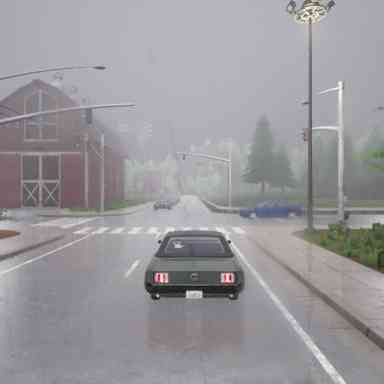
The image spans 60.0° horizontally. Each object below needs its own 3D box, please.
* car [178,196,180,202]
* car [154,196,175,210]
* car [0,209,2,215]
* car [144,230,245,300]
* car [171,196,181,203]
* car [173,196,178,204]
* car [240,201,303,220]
[{"bbox_3d":[-3.584,1.505,62.244,1.837,1.490,4.892,0,0,0],"label":"car"},{"bbox_3d":[-3.614,1.564,42.150,1.994,1.385,4.181,0,0,0],"label":"car"},{"bbox_3d":[-17.748,1.487,26.513,4.674,1.442,1.812,0,0,-1],"label":"car"},{"bbox_3d":[0.063,1.601,8.339,1.895,1.301,4.718,0,0,0],"label":"car"},{"bbox_3d":[-3.526,1.590,72.551,1.895,1.301,4.718,0,0,0],"label":"car"},{"bbox_3d":[-3.611,1.505,52.171,1.837,1.490,4.892,0,0,0],"label":"car"},{"bbox_3d":[6.368,1.453,26.974,5.008,1.535,1.882,0,0,-1],"label":"car"}]
